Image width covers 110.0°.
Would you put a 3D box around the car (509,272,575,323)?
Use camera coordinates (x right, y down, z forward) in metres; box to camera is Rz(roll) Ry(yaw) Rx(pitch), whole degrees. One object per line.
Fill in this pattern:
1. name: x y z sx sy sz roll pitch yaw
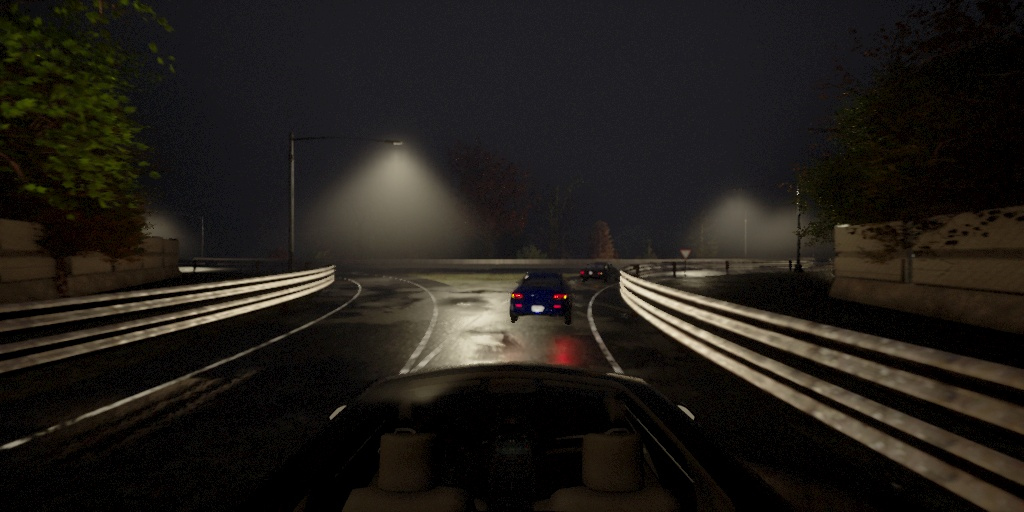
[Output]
1. car: 1.084 1.240 11.887 1.812 1.442 4.674 0 0 10

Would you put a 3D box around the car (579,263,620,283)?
1. car: 6.696 1.210 26.913 2.033 1.411 5.357 0 0 30
